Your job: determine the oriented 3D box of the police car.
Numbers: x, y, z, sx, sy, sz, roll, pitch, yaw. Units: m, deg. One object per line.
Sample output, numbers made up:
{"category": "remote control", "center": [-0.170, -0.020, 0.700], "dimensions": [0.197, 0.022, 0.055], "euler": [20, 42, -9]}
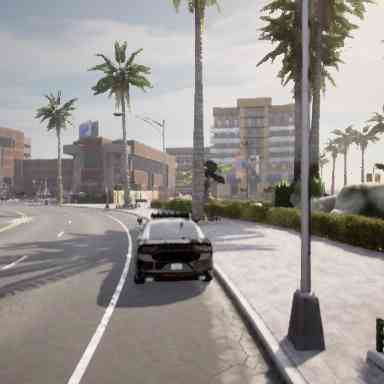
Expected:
{"category": "police car", "center": [-0.655, 1.414, 9.771], "dimensions": [1.930, 1.638, 5.238], "euler": [0, 0, -7]}
